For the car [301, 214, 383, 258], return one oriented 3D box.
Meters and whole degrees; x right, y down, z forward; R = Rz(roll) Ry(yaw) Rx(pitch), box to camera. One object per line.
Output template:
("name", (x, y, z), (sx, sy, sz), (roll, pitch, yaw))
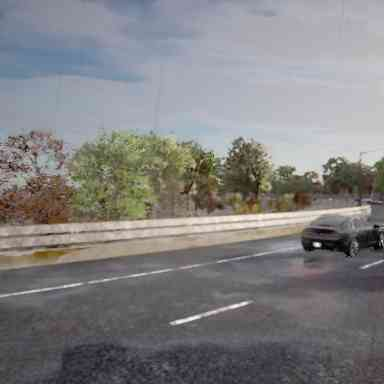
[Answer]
("car", (6.369, 1.700, 13.830), (4.892, 1.490, 1.837), (0, 0, -43))
